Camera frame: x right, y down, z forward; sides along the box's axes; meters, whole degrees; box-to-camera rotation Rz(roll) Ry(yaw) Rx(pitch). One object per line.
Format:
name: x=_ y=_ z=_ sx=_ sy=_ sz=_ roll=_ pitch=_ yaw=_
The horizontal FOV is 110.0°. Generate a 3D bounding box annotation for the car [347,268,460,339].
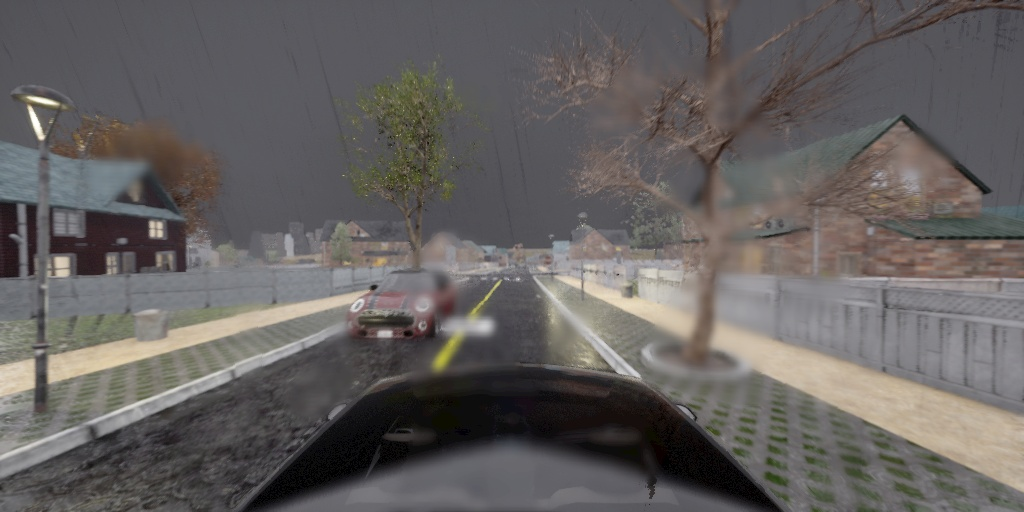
car: x=-2.815 y=1.167 z=10.273 sx=2.097 sy=1.767 sz=4.553 roll=0 pitch=0 yaw=0
